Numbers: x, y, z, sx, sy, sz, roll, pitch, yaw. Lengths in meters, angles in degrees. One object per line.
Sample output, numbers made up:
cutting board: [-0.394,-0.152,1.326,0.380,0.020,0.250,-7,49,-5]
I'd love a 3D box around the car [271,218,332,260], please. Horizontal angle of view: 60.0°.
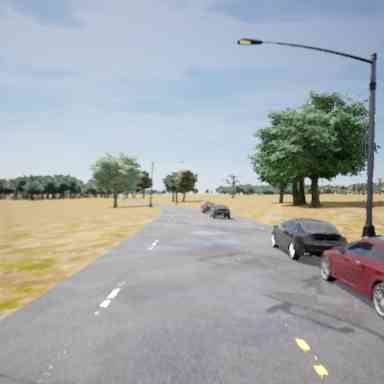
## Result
car: [4.617,1.824,13.756,1.837,1.490,4.892,2,-1,0]

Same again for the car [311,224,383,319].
car: [4.581,1.775,7.721,1.812,1.442,4.674,2,-1,1]

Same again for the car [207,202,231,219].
car: [3.076,2.111,36.783,1.837,1.490,4.892,2,-1,-3]

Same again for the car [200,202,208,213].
car: [2.448,2.191,48.357,2.097,1.767,4.553,2,-2,-5]
